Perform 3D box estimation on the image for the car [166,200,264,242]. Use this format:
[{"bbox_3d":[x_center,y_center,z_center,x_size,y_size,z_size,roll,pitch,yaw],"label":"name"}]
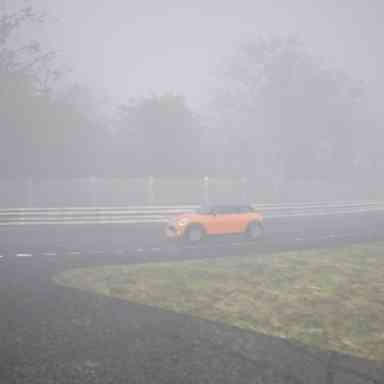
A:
[{"bbox_3d":[1.065,1.286,15.836,4.553,1.767,2.097,0,0,-22],"label":"car"}]
